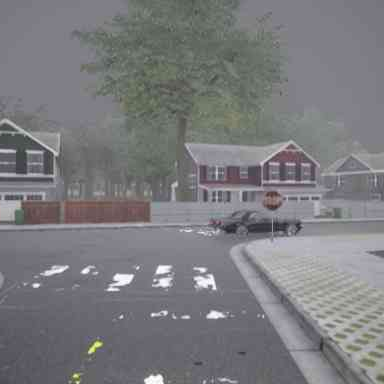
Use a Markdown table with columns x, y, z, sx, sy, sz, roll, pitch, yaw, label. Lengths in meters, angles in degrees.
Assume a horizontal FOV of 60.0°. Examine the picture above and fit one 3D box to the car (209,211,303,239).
| x | y | z | sx | sy | sz | roll | pitch | yaw | label |
| --- | --- | --- | --- | --- | --- | --- | --- | --- | --- |
| 3.391 | 1.636 | 17.423 | 4.718 | 1.301 | 1.895 | 1 | 0 | -20 | car |
